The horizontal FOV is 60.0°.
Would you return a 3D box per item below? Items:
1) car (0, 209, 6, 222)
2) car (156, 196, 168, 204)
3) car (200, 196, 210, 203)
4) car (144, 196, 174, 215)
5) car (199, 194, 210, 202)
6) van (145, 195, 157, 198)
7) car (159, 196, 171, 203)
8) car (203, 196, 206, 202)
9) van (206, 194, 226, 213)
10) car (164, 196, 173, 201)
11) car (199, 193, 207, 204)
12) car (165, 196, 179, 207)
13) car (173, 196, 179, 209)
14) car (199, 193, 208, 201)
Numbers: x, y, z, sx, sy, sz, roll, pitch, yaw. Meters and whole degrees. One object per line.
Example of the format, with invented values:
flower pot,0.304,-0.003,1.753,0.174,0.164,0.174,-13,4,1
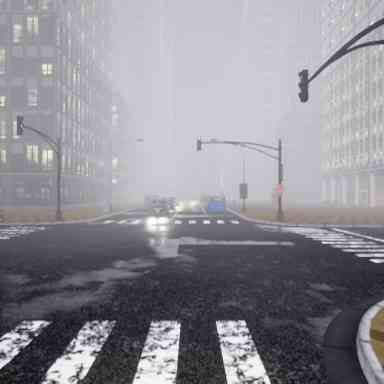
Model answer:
car,-13.620,1.416,19.478,4.902,1.511,2.128,0,0,-1
car,-5.649,1.545,63.592,1.947,1.339,4.313,0,0,0
car,2.757,1.521,69.092,1.887,1.381,4.507,0,0,0
car,-3.210,1.481,33.243,2.128,1.511,4.902,0,0,-1
car,2.784,1.289,74.632,2.192,1.841,5.009,0,0,0
van,-5.726,1.326,46.975,1.690,1.788,3.998,0,0,0
car,-5.623,1.527,69.131,2.008,1.369,4.403,0,0,0
car,2.651,1.532,41.399,1.887,1.381,4.507,0,0,0
van,2.717,1.330,35.861,1.690,1.788,3.998,0,0,0
car,-5.571,1.553,80.210,1.802,1.307,4.206,0,0,0
car,2.733,1.294,63.553,2.192,1.841,5.009,0,0,0
car,-3.097,1.461,53.167,1.882,1.535,5.008,0,0,1
car,-3.155,1.534,43.028,2.033,1.411,5.357,0,0,0
car,2.837,1.283,85.711,2.192,1.841,5.009,0,0,0
